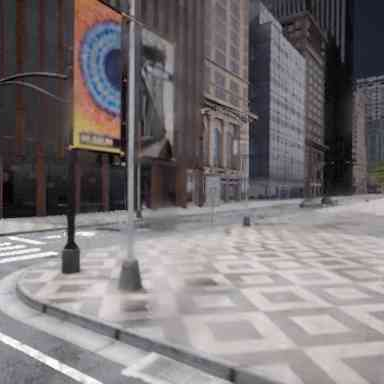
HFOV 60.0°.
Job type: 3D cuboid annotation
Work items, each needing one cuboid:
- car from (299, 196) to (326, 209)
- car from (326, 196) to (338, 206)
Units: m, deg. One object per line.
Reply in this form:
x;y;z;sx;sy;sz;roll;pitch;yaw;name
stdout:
15.472;1.469;43.182;1.994;1.385;4.181;1;1;36;car
21.207;1.367;51.393;1.837;1.490;4.892;1;1;35;car
